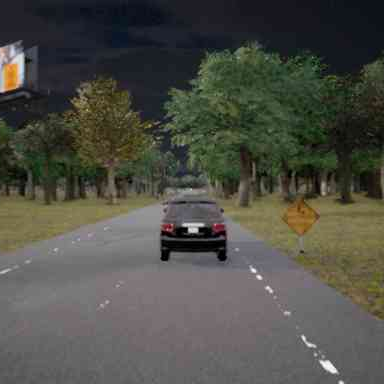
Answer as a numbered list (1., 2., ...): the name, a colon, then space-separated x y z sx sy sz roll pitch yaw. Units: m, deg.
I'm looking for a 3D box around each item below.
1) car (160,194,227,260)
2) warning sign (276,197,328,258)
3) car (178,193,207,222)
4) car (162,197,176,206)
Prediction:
1. car: 0.064 1.204 12.502 2.150 2.045 5.566 0 0 0
2. warning sign: 3.533 1.099 10.856 1.300 1.860 1.060 -1 -1 0
3. car: 0.069 1.180 27.779 2.150 2.045 5.566 0 0 1
4. car: -3.566 1.460 52.186 1.994 1.385 4.181 0 0 0
